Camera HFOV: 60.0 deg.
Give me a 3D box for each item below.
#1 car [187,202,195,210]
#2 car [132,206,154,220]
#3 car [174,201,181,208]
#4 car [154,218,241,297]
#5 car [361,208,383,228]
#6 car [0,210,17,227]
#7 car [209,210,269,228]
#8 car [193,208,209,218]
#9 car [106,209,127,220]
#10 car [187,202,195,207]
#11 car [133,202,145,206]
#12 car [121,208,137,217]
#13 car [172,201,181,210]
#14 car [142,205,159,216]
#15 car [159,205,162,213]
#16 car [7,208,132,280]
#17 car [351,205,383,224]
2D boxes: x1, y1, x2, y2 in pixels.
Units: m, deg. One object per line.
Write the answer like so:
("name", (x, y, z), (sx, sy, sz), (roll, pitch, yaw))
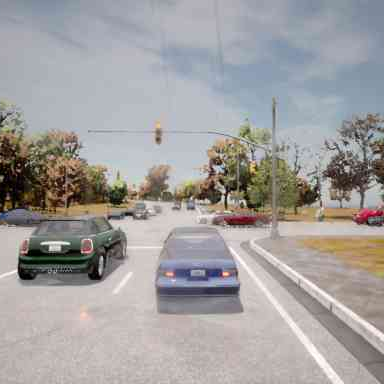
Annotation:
("car", (-0.231, 3.462, 77.751), (1.812, 1.442, 4.674), (0, 0, 0))
("car", (-7.232, 3.155, 47.769), (2.128, 1.511, 4.902), (0, -2, 1))
("car", (-3.855, 3.243, 87.838), (1.837, 1.490, 4.892), (0, 0, -4))
("car", (0.065, 1.645, 8.873), (2.033, 1.411, 5.357), (0, -1, -1))
("car", (18.228, 2.419, 29.829), (4.674, 1.442, 1.812), (0, -3, -3))
("car", (-15.568, 2.505, 30.763), (4.181, 1.385, 1.994), (0, -3, 8))
("car", (4.301, 2.357, 29.490), (5.008, 1.535, 1.882), (0, -3, 0))
("car", (2.686, 2.566, 32.984), (4.674, 1.442, 1.812), (0, -3, 0))
("car", (-10.773, 3.205, 47.571), (2.033, 1.411, 5.357), (0, -2, -3))
("car", (-0.356, 3.299, 87.934), (1.994, 1.385, 4.181), (0, 0, -4))
("car", (-10.705, 3.199, 68.205), (2.150, 2.045, 5.566), (0, 0, 0))
("car", (-10.754, 3.501, 57.448), (1.895, 1.301, 4.718), (0, -1, 0))
("car", (-3.732, 3.533, 77.806), (1.895, 1.301, 4.718), (0, 0, 0))
("car", (-7.252, 3.429, 57.660), (1.812, 1.442, 4.674), (0, -1, 0))
("car", (-7.215, 3.483, 67.950), (1.837, 1.490, 4.892), (0, 0, 0))
("car", (-3.447, 1.485, 10.487), (2.097, 1.767, 4.553), (0, -1, 0))
("car", (19.007, 2.279, 33.373), (5.566, 2.045, 2.150), (0, -3, -3))
